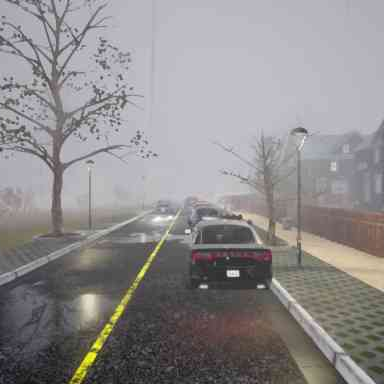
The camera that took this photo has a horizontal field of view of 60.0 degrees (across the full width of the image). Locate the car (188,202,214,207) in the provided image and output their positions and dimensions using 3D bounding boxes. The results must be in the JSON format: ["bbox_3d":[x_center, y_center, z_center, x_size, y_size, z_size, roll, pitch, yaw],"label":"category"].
[{"bbox_3d":[0.811,1.527,19.108,1.812,1.442,4.674,0,0,0],"label":"car"}]

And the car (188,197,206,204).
[{"bbox_3d":[0.807,1.459,25.298,1.801,1.575,5.366,0,0,0],"label":"car"}]

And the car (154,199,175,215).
[{"bbox_3d":[-2.775,1.499,34.144,2.128,1.511,4.902,0,0,0],"label":"car"}]

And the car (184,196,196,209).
[{"bbox_3d":[-0.015,1.367,45.845,2.097,1.767,4.553,0,0,0],"label":"car"}]

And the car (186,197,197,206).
[{"bbox_3d":[-0.042,1.551,56.936,1.812,1.442,4.674,0,0,0],"label":"car"}]

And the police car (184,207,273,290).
[{"bbox_3d":[0.819,1.425,9.218,1.930,1.638,5.238,0,0,0],"label":"police car"}]
